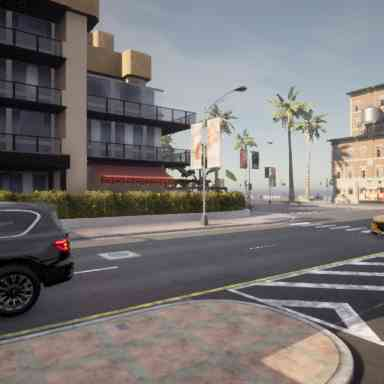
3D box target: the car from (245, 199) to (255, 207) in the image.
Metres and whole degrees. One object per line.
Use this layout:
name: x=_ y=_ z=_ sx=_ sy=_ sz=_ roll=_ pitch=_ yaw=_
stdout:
car: x=7.027 y=1.491 z=48.496 sx=2.128 sy=1.511 sz=4.902 roll=0 pitch=0 yaw=-35

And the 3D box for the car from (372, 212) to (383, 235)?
car: x=11.377 y=1.477 z=17.588 sx=5.008 sy=1.535 sz=1.882 roll=0 pitch=0 yaw=-38

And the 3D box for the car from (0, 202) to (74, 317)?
car: x=-5.041 y=1.222 z=5.922 sx=5.566 sy=2.045 sz=2.150 roll=0 pitch=0 yaw=-35
